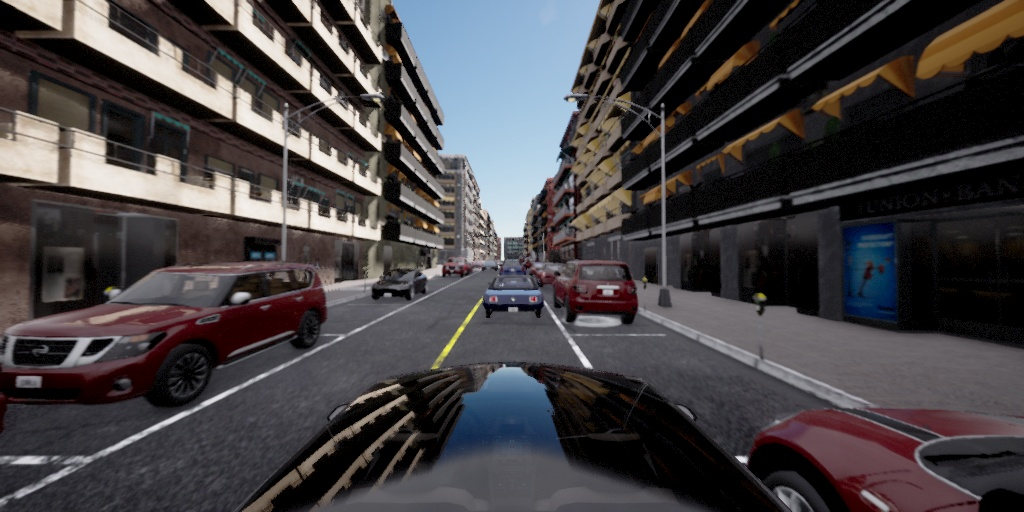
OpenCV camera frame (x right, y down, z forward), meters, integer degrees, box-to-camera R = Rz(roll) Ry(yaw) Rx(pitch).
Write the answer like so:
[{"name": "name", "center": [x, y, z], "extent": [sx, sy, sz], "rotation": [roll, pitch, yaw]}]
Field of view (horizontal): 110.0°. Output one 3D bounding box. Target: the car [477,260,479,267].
[{"name": "car", "center": [-5.319, 1.292, 56.224], "extent": [1.802, 1.307, 4.207], "rotation": [0, 0, 0]}]

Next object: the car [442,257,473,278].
[{"name": "car", "center": [-5.317, 1.018, 34.100], "extent": [2.192, 1.841, 5.009], "rotation": [0, 0, 0]}]

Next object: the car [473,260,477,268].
[{"name": "car", "center": [-5.317, 1.247, 39.631], "extent": [1.888, 1.381, 4.507], "rotation": [0, 0, 0]}]

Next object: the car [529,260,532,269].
[{"name": "car", "center": [2.531, 1.286, 34.046], "extent": [1.802, 1.307, 4.207], "rotation": [0, 0, 0]}]

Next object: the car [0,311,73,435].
[{"name": "car", "center": [-5.314, 1.066, 0.919], "extent": [2.192, 1.841, 5.009], "rotation": [0, 0, 0]}]

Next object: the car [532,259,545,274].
[{"name": "car", "center": [2.532, 1.152, 22.983], "extent": [1.967, 1.591, 4.097], "rotation": [0, 0, 0]}]

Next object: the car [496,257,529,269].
[{"name": "car", "center": [0.063, 1.057, 29.234], "extent": [2.097, 1.767, 4.553], "rotation": [0, 0, 0]}]

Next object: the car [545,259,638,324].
[{"name": "car", "center": [2.534, 1.043, 11.920], "extent": [2.192, 1.841, 5.009], "rotation": [0, 0, 0]}]

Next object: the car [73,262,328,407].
[{"name": "car", "center": [-5.314, 1.054, 6.449], "extent": [2.192, 1.841, 5.009], "rotation": [0, 0, 0]}]

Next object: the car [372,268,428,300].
[{"name": "car", "center": [-5.315, 1.285, 17.511], "extent": [1.948, 1.339, 4.313], "rotation": [0, 0, 0]}]

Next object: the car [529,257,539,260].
[{"name": "car", "center": [2.530, 1.018, 45.108], "extent": [2.192, 1.841, 5.009], "rotation": [0, 0, 0]}]

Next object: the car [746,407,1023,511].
[{"name": "car", "center": [2.576, 1.192, 0.859], "extent": [1.967, 1.591, 4.097], "rotation": [0, 0, 0]}]

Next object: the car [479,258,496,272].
[{"name": "car", "center": [-2.844, 1.229, 46.243], "extent": [1.812, 1.442, 4.674], "rotation": [0, 0, 0]}]

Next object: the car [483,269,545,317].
[{"name": "car", "center": [0.059, 1.327, 13.022], "extent": [1.895, 1.301, 4.718], "rotation": [0, 0, 0]}]
